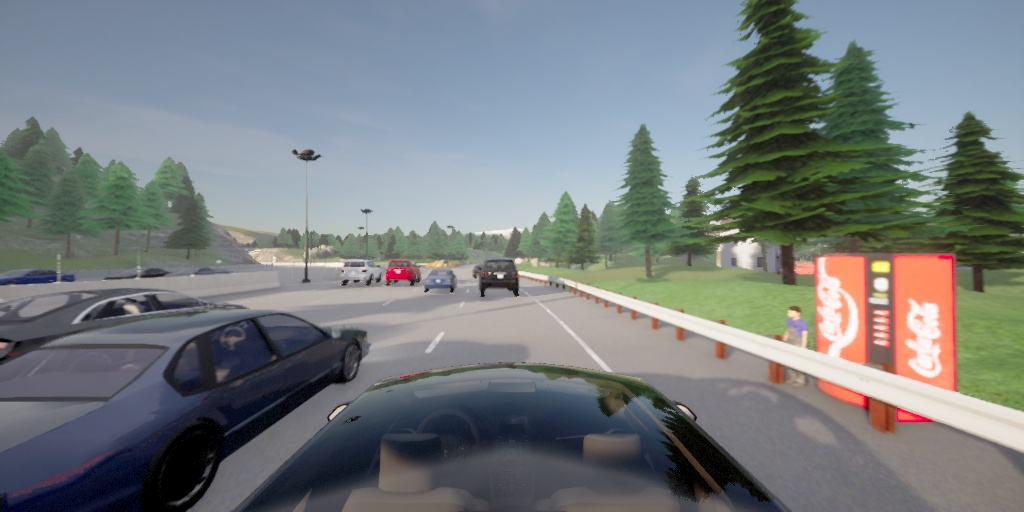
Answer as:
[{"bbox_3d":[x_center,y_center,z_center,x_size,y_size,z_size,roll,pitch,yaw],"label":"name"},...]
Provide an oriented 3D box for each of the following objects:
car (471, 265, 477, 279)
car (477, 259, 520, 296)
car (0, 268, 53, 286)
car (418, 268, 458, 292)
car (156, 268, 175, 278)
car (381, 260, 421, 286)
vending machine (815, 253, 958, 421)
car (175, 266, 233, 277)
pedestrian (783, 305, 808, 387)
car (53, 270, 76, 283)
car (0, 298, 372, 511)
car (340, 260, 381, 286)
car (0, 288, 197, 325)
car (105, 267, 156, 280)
[{"bbox_3d":[-3.420,1.689,39.968,1.837,1.490,4.892,0,-1,-10],"label":"car"},{"bbox_3d":[-0.849,1.187,21.315,2.150,2.045,5.566,0,-1,-5],"label":"car"},{"bbox_3d":[-10.471,1.047,4.521,2.150,2.045,5.566,0,-1,-1],"label":"car"},{"bbox_3d":[-4.591,1.556,23.538,2.033,1.411,5.357,0,-1,-6],"label":"car"},{"bbox_3d":[-26.836,1.657,30.429,1.882,1.535,5.008,0,-1,-8],"label":"car"},{"bbox_3d":[-8.835,1.312,29.406,2.150,2.045,5.566,0,-1,-8],"label":"car"},{"bbox_3d":[5.000,0.959,4.878,1.100,2.100,0.880,0,0,-1],"label":"vending machine"},{"bbox_3d":[-22.904,1.695,27.525,1.994,1.385,4.181,0,-1,-8],"label":"car"},{"bbox_3d":[4.449,1.348,5.621,0.375,1.300,0.375,0,-1,-1],"label":"pedestrian"},{"bbox_3d":[-33.083,1.618,24.441,1.882,1.535,5.008,0,-1,-7],"label":"car"},{"bbox_3d":[-3.465,1.339,4.162,2.033,1.411,5.357,0,-1,-1],"label":"car"},{"bbox_3d":[-12.427,1.333,29.846,2.150,2.045,5.566,0,-1,-8],"label":"car"},{"bbox_3d":[-7.026,1.325,6.564,2.128,1.511,4.902,0,-1,-1],"label":"car"},{"bbox_3d":[-30.203,1.658,29.269,1.882,1.535,5.008,0,-1,-8],"label":"car"}]
